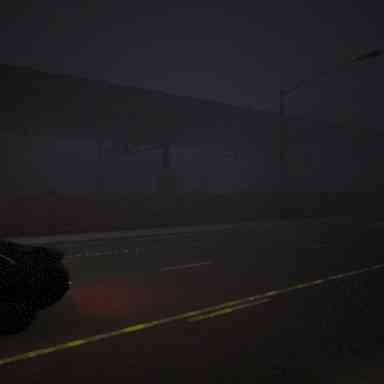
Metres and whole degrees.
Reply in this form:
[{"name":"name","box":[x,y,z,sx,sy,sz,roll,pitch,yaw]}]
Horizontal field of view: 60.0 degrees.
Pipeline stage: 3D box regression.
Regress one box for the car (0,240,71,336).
[{"name":"car","box":[-4.453,1.488,5.116,4.902,1.511,2.128,0,0,-35]}]
